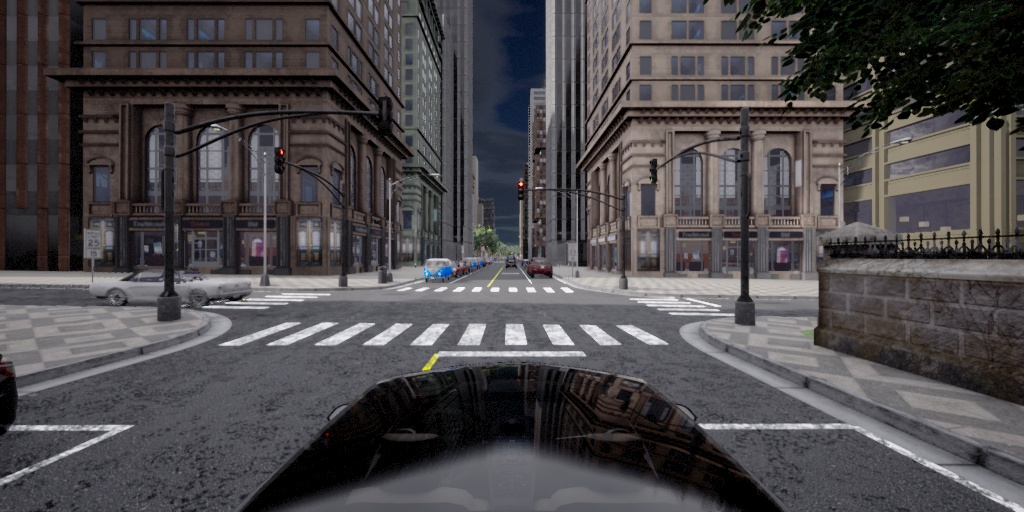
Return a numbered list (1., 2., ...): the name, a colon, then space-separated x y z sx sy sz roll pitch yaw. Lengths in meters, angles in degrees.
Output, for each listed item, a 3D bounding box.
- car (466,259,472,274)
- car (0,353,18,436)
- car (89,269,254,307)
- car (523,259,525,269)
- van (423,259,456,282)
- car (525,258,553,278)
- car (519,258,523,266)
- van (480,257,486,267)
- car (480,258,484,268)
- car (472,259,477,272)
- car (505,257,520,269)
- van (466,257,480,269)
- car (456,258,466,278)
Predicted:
1. car: -5.861 1.319 39.270 1.888 1.381 4.507 0 0 0
2. car: -5.762 1.316 1.732 1.948 1.339 4.313 0 0 0
3. car: -12.709 1.178 13.657 4.718 1.301 1.895 1 0 0
4. car: 2.664 1.088 39.301 2.192 1.841 5.009 0 0 0
5. van: -5.833 1.102 28.389 1.690 1.789 3.998 0 0 0
6. car: 2.678 1.082 33.860 2.192 1.841 5.009 0 0 0
7. car: 2.621 1.347 55.623 2.007 1.370 4.403 0 0 0
8. van: -5.919 1.145 61.035 1.690 1.789 3.998 0 0 0
9. car: -5.904 1.342 55.594 1.888 1.381 4.507 0 0 0
10. car: -5.876 1.347 44.711 1.948 1.339 4.313 0 0 0
11. car: -0.099 1.307 59.049 1.837 1.490 4.892 0 0 1
12. van: -5.890 1.130 50.153 1.690 1.789 3.998 0 0 0
13. car: -5.847 1.207 33.829 1.967 1.591 4.097 0 0 0
